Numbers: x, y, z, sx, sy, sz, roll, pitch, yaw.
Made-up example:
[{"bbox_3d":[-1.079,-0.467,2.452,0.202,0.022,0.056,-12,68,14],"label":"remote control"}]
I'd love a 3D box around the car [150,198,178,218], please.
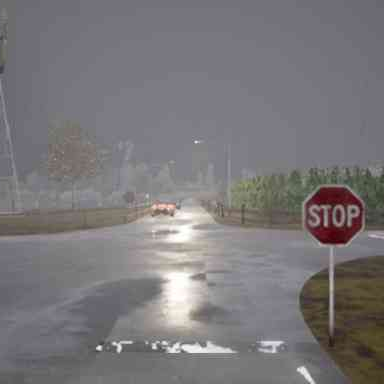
[{"bbox_3d":[-2.737,1.473,31.957,2.097,1.767,4.553,0,-1,0],"label":"car"}]

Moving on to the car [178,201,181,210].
[{"bbox_3d":[-2.731,1.643,46.959,2.097,1.767,4.553,0,-1,0],"label":"car"}]

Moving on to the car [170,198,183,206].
[{"bbox_3d":[-2.726,1.816,60.036,2.033,1.411,5.357,0,-1,0],"label":"car"}]
